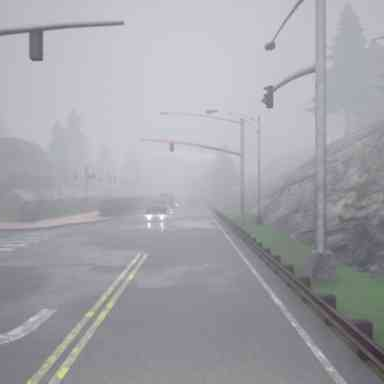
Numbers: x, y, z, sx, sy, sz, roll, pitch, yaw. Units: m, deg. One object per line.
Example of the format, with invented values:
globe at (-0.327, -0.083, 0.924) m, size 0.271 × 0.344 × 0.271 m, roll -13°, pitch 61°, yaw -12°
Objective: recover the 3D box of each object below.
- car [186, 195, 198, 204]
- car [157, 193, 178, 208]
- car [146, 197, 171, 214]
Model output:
car at (0.040, 1.266, 60.171) m, size 2.097 × 1.767 × 4.553 m, roll 0°, pitch 0°, yaw 0°
car at (-3.551, 1.155, 46.134) m, size 2.150 × 2.045 × 5.566 m, roll 0°, pitch 0°, yaw 1°
car at (-3.578, 1.515, 34.323) m, size 1.994 × 1.385 × 4.181 m, roll 0°, pitch 0°, yaw -1°
